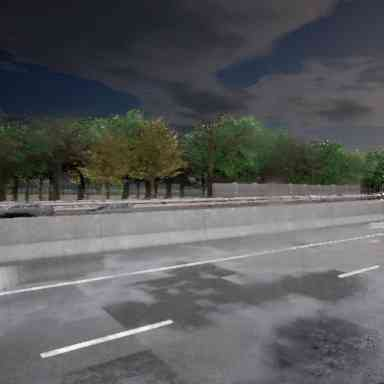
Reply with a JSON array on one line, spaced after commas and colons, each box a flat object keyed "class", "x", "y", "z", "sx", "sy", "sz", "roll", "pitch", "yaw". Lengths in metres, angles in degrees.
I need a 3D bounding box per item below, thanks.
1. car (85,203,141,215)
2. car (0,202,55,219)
[{"class": "car", "x": -5.952, "y": 1.540, "z": 25.402, "sx": 4.181, "sy": 1.385, "sz": 1.994, "roll": 0, "pitch": 0, "yaw": -35}, {"class": "car", "x": -12.577, "y": 1.478, "z": 24.172, "sx": 4.902, "sy": 1.511, "sz": 2.128, "roll": 0, "pitch": 0, "yaw": -38}]
